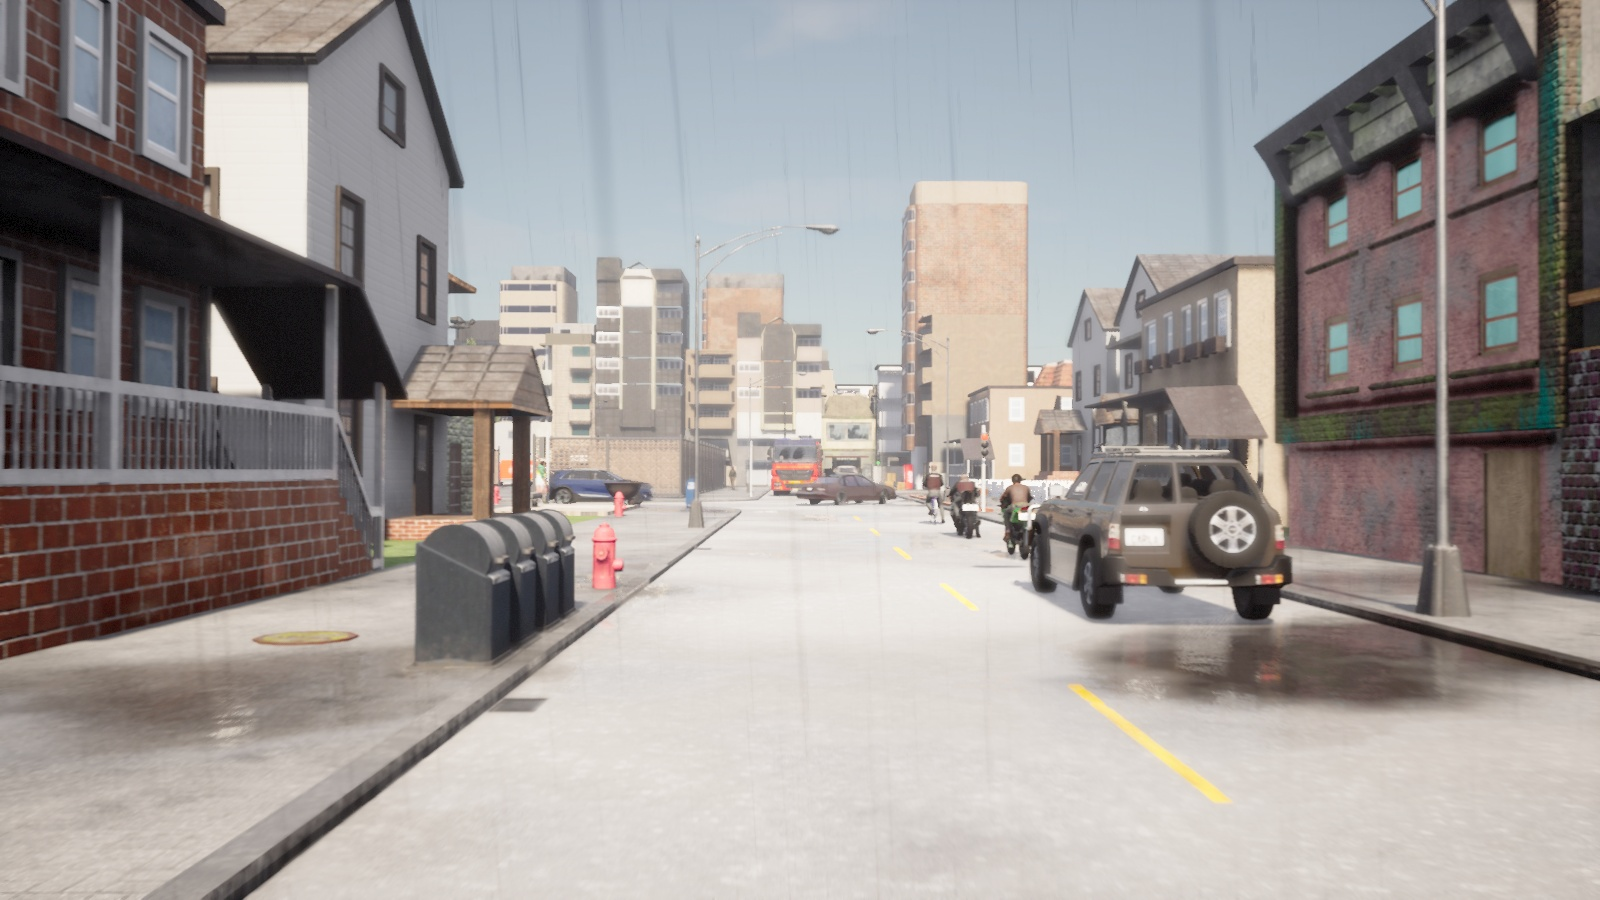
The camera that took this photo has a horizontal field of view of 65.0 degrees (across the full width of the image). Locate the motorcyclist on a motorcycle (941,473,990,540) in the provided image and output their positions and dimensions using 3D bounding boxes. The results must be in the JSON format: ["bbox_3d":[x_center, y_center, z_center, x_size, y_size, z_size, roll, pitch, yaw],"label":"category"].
[{"bbox_3d":[3.925,1.329,29.968,0.866,1.530,2.191,0,-1,0],"label":"motorcyclist on a motorcycle"}]

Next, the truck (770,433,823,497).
[{"bbox_3d":[-0.125,0.966,79.571,2.891,3.827,8.468,0,-1,3],"label":"truck"}]

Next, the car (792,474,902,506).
[{"bbox_3d":[2.234,1.815,58.182,2.033,1.411,5.357,-1,-1,44],"label":"car"}]

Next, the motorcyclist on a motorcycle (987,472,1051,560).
[{"bbox_3d":[3.942,1.157,22.776,0.797,1.523,2.044,0,-1,0],"label":"motorcyclist on a motorcycle"}]

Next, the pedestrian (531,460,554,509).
[{"bbox_3d":[-10.395,1.397,50.599,0.873,1.952,0.659,0,-1,-15],"label":"pedestrian"}]

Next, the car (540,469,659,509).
[{"bbox_3d":[-8.674,1.684,54.724,4.856,1.649,2.033,0,-1,0],"label":"car"}]

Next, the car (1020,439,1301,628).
[{"bbox_3d":[3.963,0.858,14.696,1.932,1.855,4.605,0,-1,0],"label":"car"}]
